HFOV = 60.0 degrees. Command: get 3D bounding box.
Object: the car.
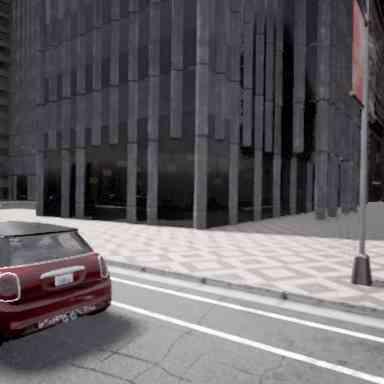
[{"bbox_3d":[-3.653,1.334,6.263,4.553,1.767,2.097,0,0,36],"label":"car"}]
